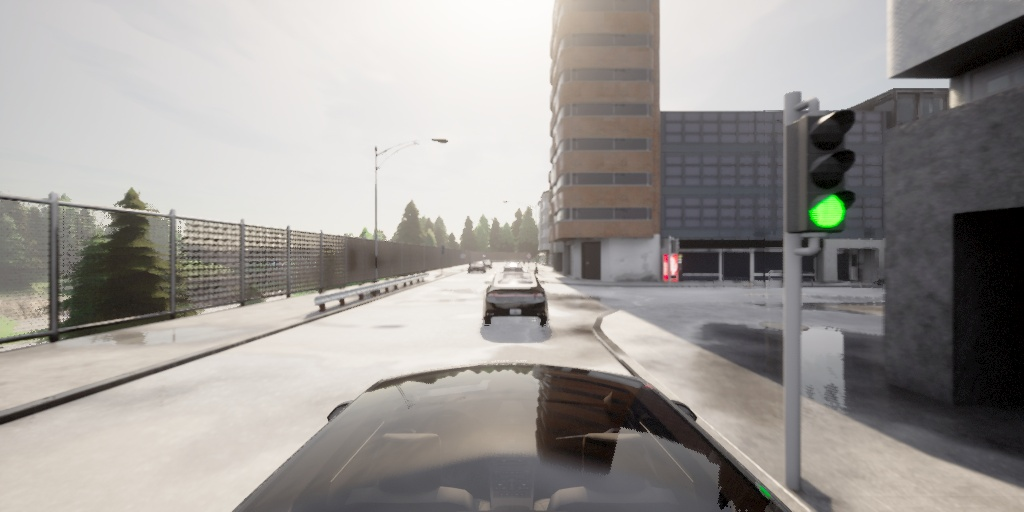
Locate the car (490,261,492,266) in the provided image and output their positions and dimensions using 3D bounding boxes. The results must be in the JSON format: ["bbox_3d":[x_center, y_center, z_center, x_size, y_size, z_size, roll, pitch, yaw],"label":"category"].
[{"bbox_3d":[-4.021,1.272,55.457,2.033,1.411,5.357,0,0,1],"label":"car"}]

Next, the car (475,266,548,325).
[{"bbox_3d":[0.097,1.237,11.748,2.128,1.511,4.902,0,0,0],"label":"car"}]

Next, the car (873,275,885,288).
[{"bbox_3d":[24.331,1.287,20.765,5.357,1.411,2.033,0,0,0],"label":"car"}]

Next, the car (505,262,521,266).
[{"bbox_3d":[0.111,1.282,34.360,2.033,1.411,5.357,0,0,0],"label":"car"}]

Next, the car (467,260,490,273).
[{"bbox_3d":[-4.066,1.295,42.483,1.994,1.385,4.181,0,0,0],"label":"car"}]
